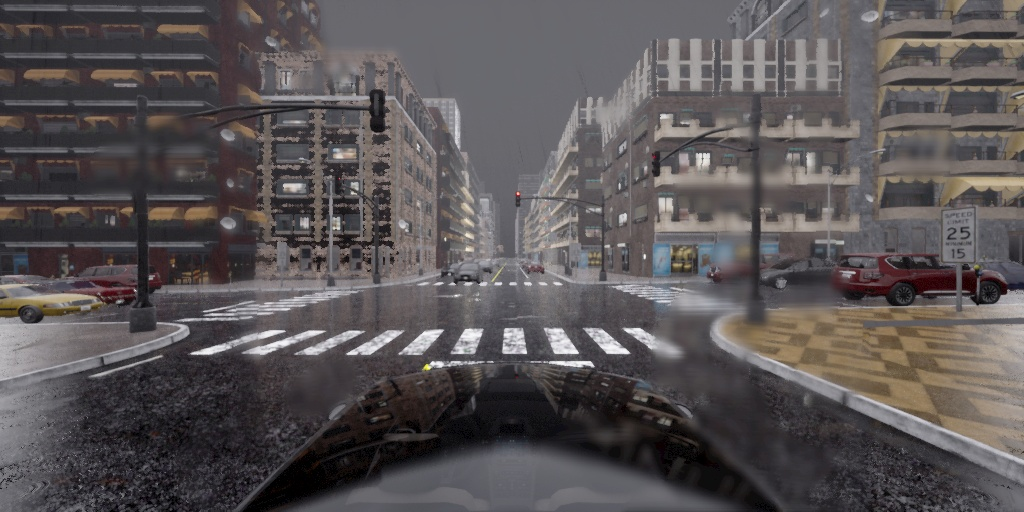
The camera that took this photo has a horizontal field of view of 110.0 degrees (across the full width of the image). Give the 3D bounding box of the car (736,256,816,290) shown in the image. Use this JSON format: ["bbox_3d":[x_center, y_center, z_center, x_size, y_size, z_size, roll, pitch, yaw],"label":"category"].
[{"bbox_3d":[15.006,0.943,18.957,4.892,1.490,1.837,-2,0,-1],"label":"car"}]

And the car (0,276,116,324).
[{"bbox_3d":[-17.654,1.585,12.812,4.829,1.417,1.751,0,0,-1],"label":"car"}]

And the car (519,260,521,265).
[{"bbox_3d":[2.570,1.348,57.913,1.802,1.307,4.207,0,0,0],"label":"car"}]

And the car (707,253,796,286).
[{"bbox_3d":[14.533,0.759,21.543,5.009,1.841,2.192,0,0,-1],"label":"car"}]

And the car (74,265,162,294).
[{"bbox_3d":[-23.640,1.462,21.095,5.009,1.841,2.192,0,0,-1],"label":"car"}]

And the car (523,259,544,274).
[{"bbox_3d":[2.606,1.198,40.866,1.967,1.591,4.097,0,0,0],"label":"car"}]

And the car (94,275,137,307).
[{"bbox_3d":[-19.066,1.678,15.386,4.718,1.301,1.895,-1,0,-1],"label":"car"}]

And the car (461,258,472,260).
[{"bbox_3d":[-5.774,1.283,40.676,1.751,1.417,4.829,0,0,0],"label":"car"}]

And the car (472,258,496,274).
[{"bbox_3d":[-3.182,1.236,40.637,1.882,1.535,5.008,0,0,0],"label":"car"}]

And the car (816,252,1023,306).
[{"bbox_3d":[14.686,0.775,13.164,5.009,1.841,2.192,0,0,-1],"label":"car"}]

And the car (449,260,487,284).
[{"bbox_3d":[-3.153,1.258,26.689,1.837,1.490,4.892,0,0,0],"label":"car"}]

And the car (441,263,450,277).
[{"bbox_3d":[-5.762,1.322,35.163,1.948,1.339,4.313,0,0,0],"label":"car"}]

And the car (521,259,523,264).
[{"bbox_3d":[2.594,1.200,46.548,1.967,1.591,4.097,0,0,0],"label":"car"}]

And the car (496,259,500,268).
[{"bbox_3d":[-3.172,1.262,64.218,2.128,1.511,4.902,0,0,0],"label":"car"}]

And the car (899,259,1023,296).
[{"bbox_3d":[20.919,0.885,15.860,5.357,1.411,2.033,-1,0,0],"label":"car"}]
